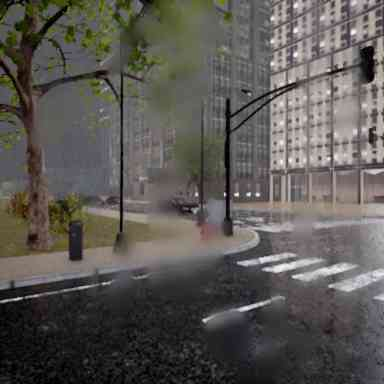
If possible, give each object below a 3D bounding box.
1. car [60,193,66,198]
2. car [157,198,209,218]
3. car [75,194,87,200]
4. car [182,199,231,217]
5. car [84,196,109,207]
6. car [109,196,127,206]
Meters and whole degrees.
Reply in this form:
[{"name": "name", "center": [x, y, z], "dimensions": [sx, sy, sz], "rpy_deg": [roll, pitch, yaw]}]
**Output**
[{"name": "car", "center": [-31.533, 1.185, 84.530], "dimensions": [2.033, 1.411, 5.357], "rpy_deg": [0, 0, -34]}, {"name": "car", "center": [-1.110, 1.240, 27.220], "dimensions": [2.128, 1.511, 4.902], "rpy_deg": [0, 0, -34]}, {"name": "car", "center": [-28.832, 1.159, 86.338], "dimensions": [1.837, 1.490, 4.892], "rpy_deg": [0, 0, -34]}, {"name": "car", "center": [1.200, 1.363, 29.611], "dimensions": [1.895, 1.301, 4.718], "rpy_deg": [0, 0, -34]}, {"name": "car", "center": [-13.497, 1.236, 45.766], "dimensions": [1.812, 1.442, 4.674], "rpy_deg": [0, 0, -34]}, {"name": "car", "center": [-11.028, 1.249, 47.924], "dimensions": [1.812, 1.442, 4.674], "rpy_deg": [0, 0, -34]}]
